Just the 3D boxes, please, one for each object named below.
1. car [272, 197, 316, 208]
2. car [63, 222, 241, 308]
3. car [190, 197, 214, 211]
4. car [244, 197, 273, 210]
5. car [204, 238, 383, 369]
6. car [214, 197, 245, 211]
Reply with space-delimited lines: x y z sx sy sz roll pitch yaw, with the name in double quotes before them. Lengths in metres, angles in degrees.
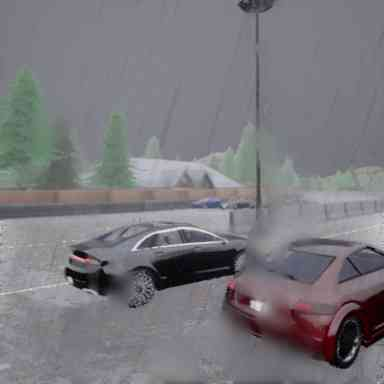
"car" 10.061 1.274 31.581 2.128 1.511 4.902 0 0 44
"car" -0.448 1.463 7.913 4.902 1.511 2.128 -1 0 -38
"car" 1.933 1.298 38.275 1.882 1.535 5.008 0 0 44
"car" 7.834 1.295 34.309 1.837 1.490 4.892 0 0 44
"car" 2.502 1.520 5.771 4.181 1.385 1.994 -1 0 -38
"car" 5.054 1.296 36.467 2.128 1.511 4.902 0 0 44
